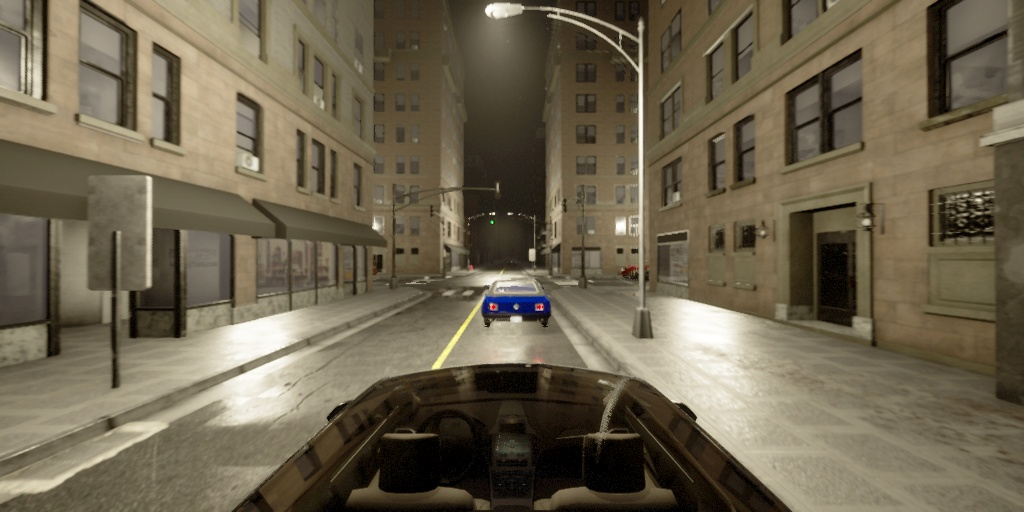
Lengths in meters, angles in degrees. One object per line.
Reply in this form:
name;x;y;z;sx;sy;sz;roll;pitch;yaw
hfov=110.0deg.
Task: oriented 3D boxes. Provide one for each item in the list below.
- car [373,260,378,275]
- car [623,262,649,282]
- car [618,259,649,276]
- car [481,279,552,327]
car;-14.787;1.187;32.445;5.009;1.841;2.192;0;0;0
car;12.456;1.396;29.916;5.357;1.411;2.033;0;0;0
car;12.269;1.180;32.448;5.009;1.841;2.192;0;0;0
car;0.103;1.382;11.657;1.895;1.301;4.718;0;0;0
